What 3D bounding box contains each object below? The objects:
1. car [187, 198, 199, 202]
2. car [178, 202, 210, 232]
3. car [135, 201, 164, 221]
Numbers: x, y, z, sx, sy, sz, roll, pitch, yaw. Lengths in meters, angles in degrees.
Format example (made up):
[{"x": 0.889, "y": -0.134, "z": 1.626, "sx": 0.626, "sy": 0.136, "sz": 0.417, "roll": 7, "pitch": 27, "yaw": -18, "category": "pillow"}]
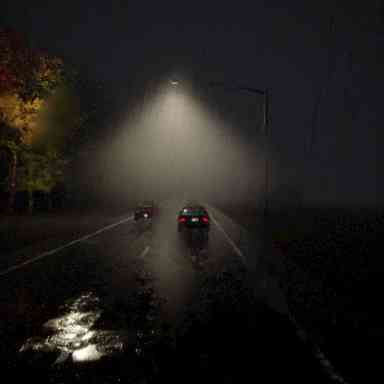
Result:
[{"x": 0.082, "y": 1.509, "z": 47.069, "sx": 2.033, "sy": 1.411, "sz": 5.357, "roll": 0, "pitch": 0, "yaw": 0, "category": "car"}, {"x": 0.093, "y": 1.535, "z": 20.193, "sx": 2.033, "sy": 1.411, "sz": 5.357, "roll": 0, "pitch": 0, "yaw": 0, "category": "car"}, {"x": -3.410, "y": 1.485, "z": 26.966, "sx": 1.837, "sy": 1.490, "sz": 4.892, "roll": 0, "pitch": 0, "yaw": 0, "category": "car"}]
